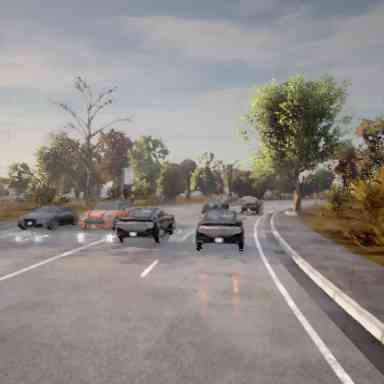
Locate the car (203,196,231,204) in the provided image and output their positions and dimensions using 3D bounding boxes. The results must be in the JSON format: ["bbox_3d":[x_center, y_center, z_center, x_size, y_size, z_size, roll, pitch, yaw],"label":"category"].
[{"bbox_3d":[2.578,1.357,34.967,2.097,1.767,4.553,0,0,18],"label":"car"}]

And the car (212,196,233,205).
[{"bbox_3d":[5.467,1.523,59.122,1.812,1.442,4.674,0,0,30],"label":"car"}]

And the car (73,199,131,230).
[{"bbox_3d":[-4.968,1.328,20.428,2.097,1.767,4.553,0,0,11],"label":"car"}]

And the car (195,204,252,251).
[{"bbox_3d":[1.274,1.496,14.233,2.128,1.511,4.902,0,0,7],"label":"car"}]

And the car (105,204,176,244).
[{"bbox_3d":[-2.023,1.482,15.792,2.128,1.511,4.902,0,0,8],"label":"car"}]

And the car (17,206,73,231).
[{"bbox_3d":[-8.561,1.524,20.247,1.994,1.385,4.181,0,0,11],"label":"car"}]

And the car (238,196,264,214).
[{"bbox_3d":[6.495,1.531,35.663,1.837,1.490,4.892,0,0,19],"label":"car"}]
